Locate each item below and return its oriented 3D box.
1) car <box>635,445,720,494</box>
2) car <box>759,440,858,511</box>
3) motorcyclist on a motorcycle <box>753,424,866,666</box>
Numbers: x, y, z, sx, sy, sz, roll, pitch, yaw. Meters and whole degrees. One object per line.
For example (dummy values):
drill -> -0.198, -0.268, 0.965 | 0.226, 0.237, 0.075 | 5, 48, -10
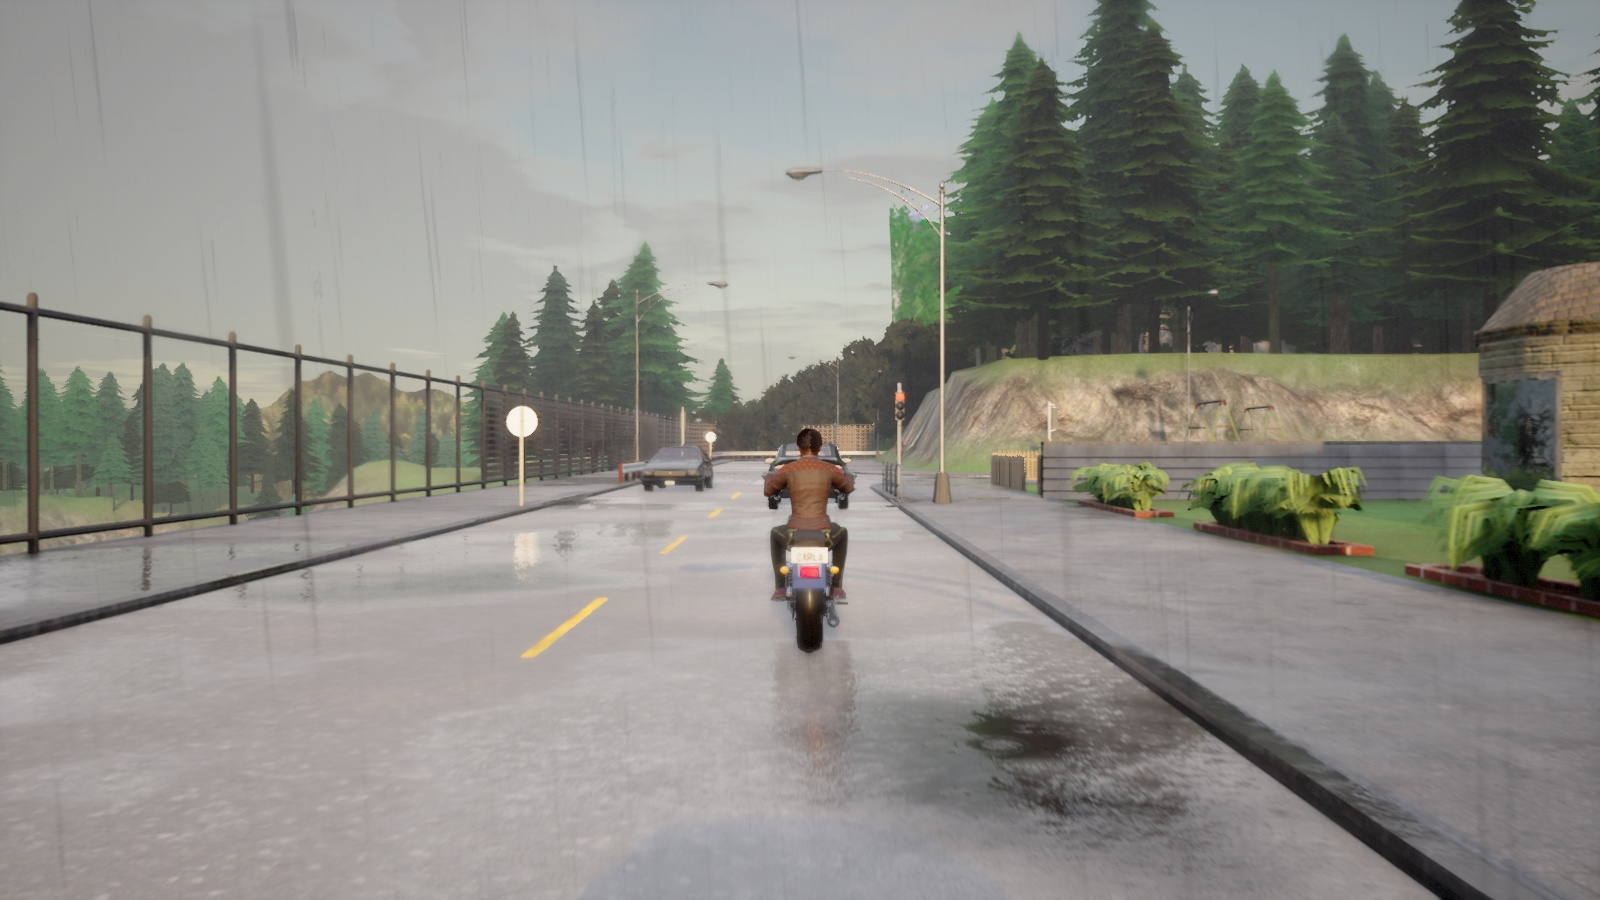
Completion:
car -> -3.787, 0.568, 39.606 | 2.033, 1.411, 5.357 | 0, 0, 1
car -> 0.193, 0.537, 29.370 | 2.128, 1.511, 4.902 | 0, 0, 0
motorcyclist on a motorcycle -> 0.073, 0.642, 9.738 | 0.766, 1.649, 2.350 | 0, 0, 0
